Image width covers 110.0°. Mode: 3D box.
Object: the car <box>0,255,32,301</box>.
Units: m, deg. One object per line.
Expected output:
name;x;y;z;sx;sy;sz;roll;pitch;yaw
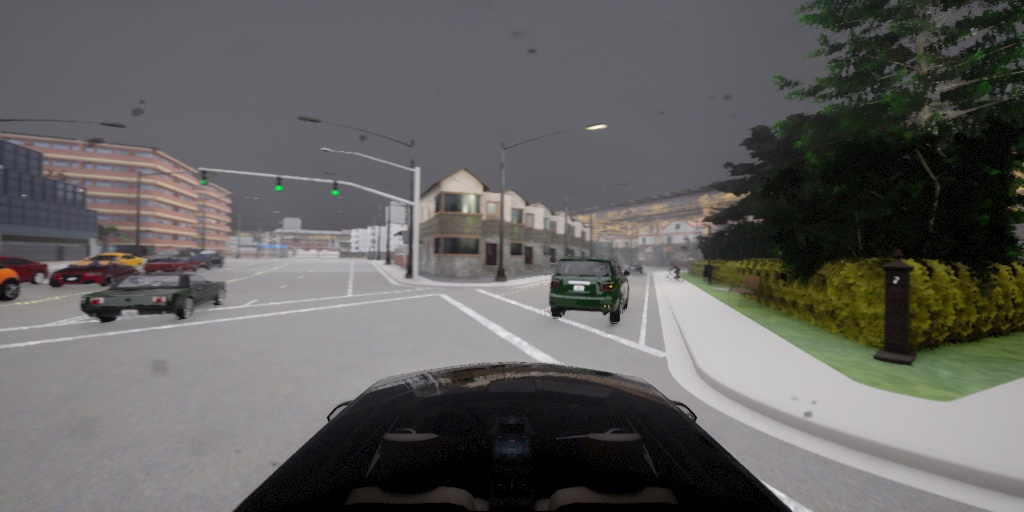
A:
car;-18.639;0.759;11.289;2.097;1.767;4.553;1;0;-24

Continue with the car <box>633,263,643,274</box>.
car;17.428;1.679;50.671;2.128;1.511;4.902;1;0;21

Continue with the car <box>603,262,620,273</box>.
car;14.863;1.628;53.429;1.882;1.535;5.008;1;0;21

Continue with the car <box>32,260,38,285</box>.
car;-25.028;0.743;17.119;1.882;1.535;5.008;1;1;-24

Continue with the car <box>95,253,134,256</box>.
car;-28.799;0.533;25.795;1.882;1.535;5.008;1;1;-23

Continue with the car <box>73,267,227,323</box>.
car;-10.806;1.171;11.343;1.895;1.301;4.718;1;0;-24

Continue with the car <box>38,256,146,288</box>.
car;-22.115;0.875;19.167;1.994;1.385;4.181;1;1;-25

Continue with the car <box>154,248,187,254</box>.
car;-32.450;0.123;34.188;2.097;1.767;4.553;1;1;-24

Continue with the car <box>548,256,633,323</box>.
car;2.929;1.050;12.886;2.150;2.045;5.566;1;0;22

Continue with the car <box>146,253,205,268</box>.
car;-25.601;0.715;27.188;1.895;1.301;4.718;1;1;-24

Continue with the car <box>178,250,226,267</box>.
car;-28.047;0.477;32.802;2.033;1.411;5.357;1;1;-23

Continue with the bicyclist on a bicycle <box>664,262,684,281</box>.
bicyclist on a bicycle;14.092;1.377;31.181;1.656;1.620;0.582;1;0;21
